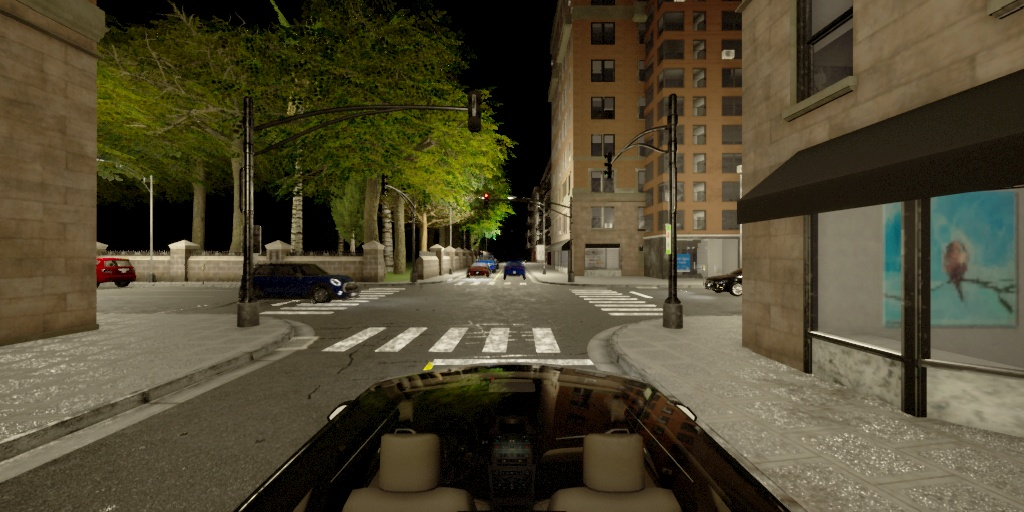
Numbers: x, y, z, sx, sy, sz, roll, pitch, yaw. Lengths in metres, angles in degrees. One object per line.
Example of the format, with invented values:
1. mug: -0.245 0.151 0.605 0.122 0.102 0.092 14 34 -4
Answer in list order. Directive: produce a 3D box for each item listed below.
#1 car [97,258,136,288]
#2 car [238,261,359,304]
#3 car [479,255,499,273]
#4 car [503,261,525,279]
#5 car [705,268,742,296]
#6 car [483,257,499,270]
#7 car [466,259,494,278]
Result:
1. car: -25.921 1.035 21.775 5.009 1.841 2.192 0 0 1
2. car: -9.218 1.094 15.776 4.553 1.767 2.097 0 0 1
3. car: -3.039 0.933 42.910 2.150 2.045 5.566 0 0 0
4. car: 0.200 1.208 32.702 1.882 1.535 5.008 0 0 0
5. car: 12.691 1.271 18.674 4.892 1.490 1.837 0 0 1
6. car: -3.015 1.044 52.971 2.097 1.767 4.553 0 0 0
7. car: -3.051 1.293 33.602 1.994 1.385 4.181 0 0 0
